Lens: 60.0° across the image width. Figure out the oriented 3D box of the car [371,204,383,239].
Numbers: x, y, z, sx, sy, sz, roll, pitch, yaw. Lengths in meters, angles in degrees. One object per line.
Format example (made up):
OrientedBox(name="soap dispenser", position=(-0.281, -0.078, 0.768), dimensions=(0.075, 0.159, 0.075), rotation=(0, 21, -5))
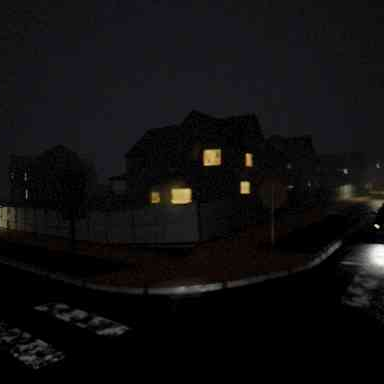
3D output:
OrientedBox(name="car", position=(8.559, 1.012, 13.514), dimensions=(2.033, 1.411, 5.357), rotation=(0, 2, 34))
